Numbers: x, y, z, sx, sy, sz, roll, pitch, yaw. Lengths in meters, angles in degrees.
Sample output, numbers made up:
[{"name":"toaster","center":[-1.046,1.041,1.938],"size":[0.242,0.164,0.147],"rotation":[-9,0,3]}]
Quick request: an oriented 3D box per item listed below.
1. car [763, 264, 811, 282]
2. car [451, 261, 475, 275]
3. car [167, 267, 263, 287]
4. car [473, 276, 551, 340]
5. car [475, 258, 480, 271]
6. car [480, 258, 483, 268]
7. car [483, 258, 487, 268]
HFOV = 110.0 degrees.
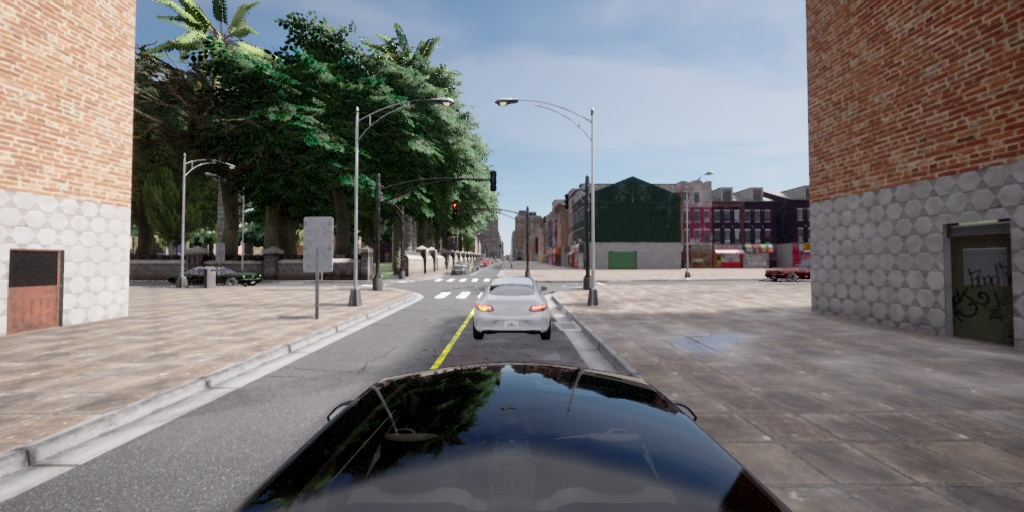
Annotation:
[{"name":"car","center":[20.909,1.188,25.666],"size":[4.718,1.301,1.895],"rotation":[-1,-1,0]},{"name":"car","center":[-5.572,1.323,38.918],"size":[2.007,1.370,4.403],"rotation":[0,0,-1]},{"name":"car","center":[-18.430,1.335,22.465],"size":[4.718,1.301,1.895],"rotation":[0,-1,0]},{"name":"car","center":[0.017,1.277,9.894],"size":[1.812,1.442,4.674],"rotation":[0,0,1]},{"name":"car","center":[-5.611,1.334,46.053],"size":[2.007,1.370,4.403],"rotation":[0,0,-1]},{"name":"car","center":[-5.662,1.359,51.503],"size":[1.948,1.339,4.313],"rotation":[0,0,-1]},{"name":"car","center":[-5.763,1.402,62.402],"size":[1.802,1.307,4.207],"rotation":[0,0,-1]}]
